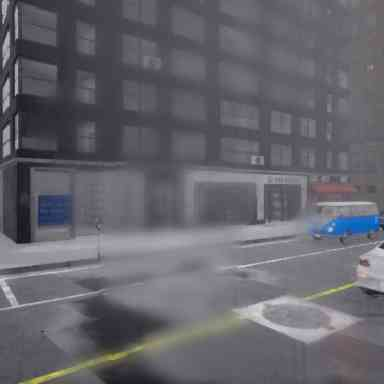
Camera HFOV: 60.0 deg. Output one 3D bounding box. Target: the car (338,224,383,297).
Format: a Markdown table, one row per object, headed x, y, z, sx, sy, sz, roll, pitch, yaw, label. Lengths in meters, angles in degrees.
| x | y | z | sx | sy | sz | roll | pitch | yaw | label |
| --- | --- | --- | --- | --- | --- | --- | --- | --- | --- |
| 5.407 | 1.526 | 7.292 | 4.674 | 1.442 | 1.812 | 0 | 0 | -36 | car |

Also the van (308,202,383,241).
| x | y | z | sx | sy | sz | roll | pitch | yaw | label |
| --- | --- | --- | --- | --- | --- | --- | --- | --- | --- |
| 7.074 | 1.342 | 15.444 | 3.998 | 1.788 | 1.690 | 0 | 0 | -36 | van |
